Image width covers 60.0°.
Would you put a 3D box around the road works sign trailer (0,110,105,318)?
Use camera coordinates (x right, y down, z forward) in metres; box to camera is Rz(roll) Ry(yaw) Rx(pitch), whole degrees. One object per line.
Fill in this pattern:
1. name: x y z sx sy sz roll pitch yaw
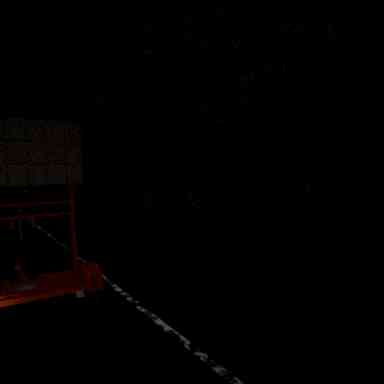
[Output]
1. road works sign trailer: -3.207 0.337 6.181 2.380 3.560 2.880 -3 2 -32
